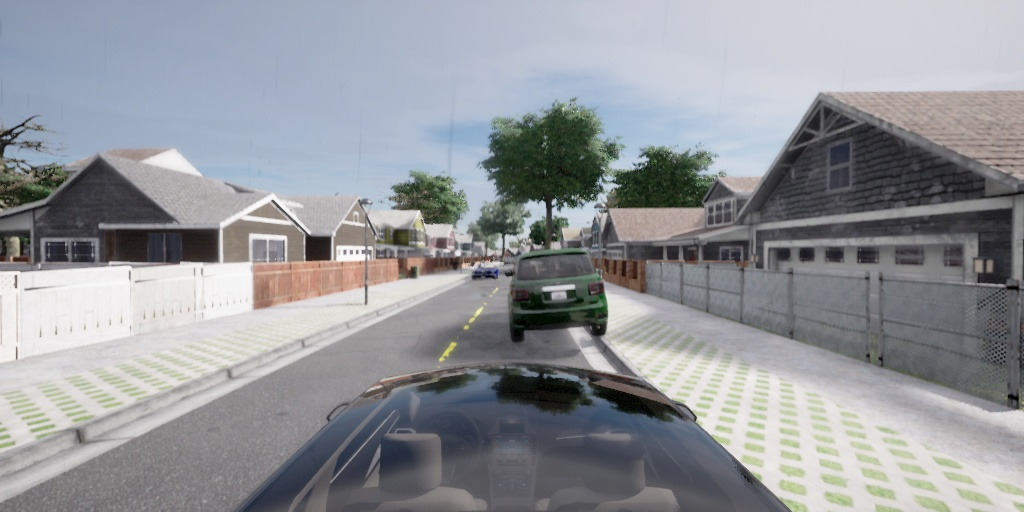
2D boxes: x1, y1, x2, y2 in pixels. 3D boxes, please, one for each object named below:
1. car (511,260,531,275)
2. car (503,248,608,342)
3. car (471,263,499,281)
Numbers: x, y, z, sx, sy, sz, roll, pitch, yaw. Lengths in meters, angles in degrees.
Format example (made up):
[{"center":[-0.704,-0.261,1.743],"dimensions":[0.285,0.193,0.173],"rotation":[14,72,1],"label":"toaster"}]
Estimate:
[{"center":[1.105,1.193,39.415],"dimensions":[2.033,1.411,5.357],"rotation":[0,0,3],"label":"car"},{"center":[1.015,0.869,9.761],"dimensions":[2.150,2.045,5.566],"rotation":[-5,0,2],"label":"car"},{"center":[-2.093,1.266,29.093],"dimensions":[1.895,1.301,4.718],"rotation":[0,0,2],"label":"car"}]
